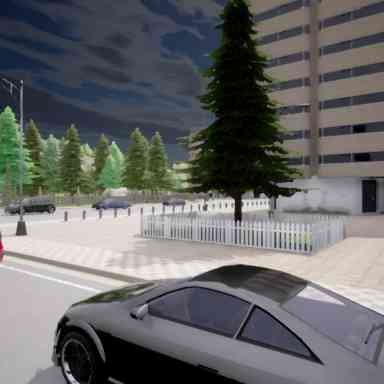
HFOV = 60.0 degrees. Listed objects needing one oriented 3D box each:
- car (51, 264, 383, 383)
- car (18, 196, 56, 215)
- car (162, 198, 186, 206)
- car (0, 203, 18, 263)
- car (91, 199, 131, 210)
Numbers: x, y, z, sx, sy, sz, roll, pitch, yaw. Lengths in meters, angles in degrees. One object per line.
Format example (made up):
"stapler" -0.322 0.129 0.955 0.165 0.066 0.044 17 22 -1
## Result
"car" 0.306 1.564 3.774 4.181 1.385 1.994 0 0 35
"car" -16.246 1.350 33.606 2.097 1.767 4.553 0 0 35
"car" -2.864 1.559 52.361 1.994 1.385 4.181 0 0 36
"car" -7.383 1.221 9.207 5.566 2.045 2.150 0 0 36
"car" -10.113 1.545 42.220 2.033 1.411 5.357 0 0 36
